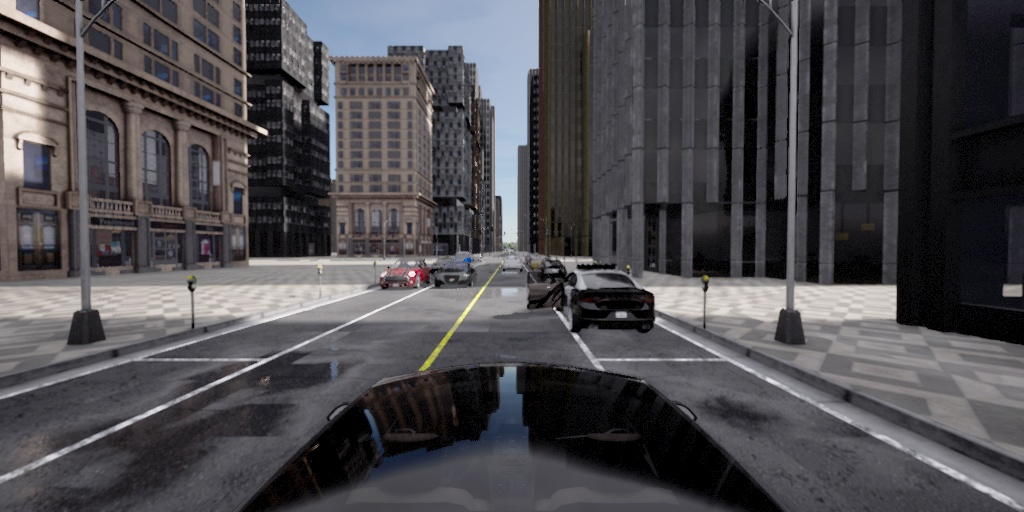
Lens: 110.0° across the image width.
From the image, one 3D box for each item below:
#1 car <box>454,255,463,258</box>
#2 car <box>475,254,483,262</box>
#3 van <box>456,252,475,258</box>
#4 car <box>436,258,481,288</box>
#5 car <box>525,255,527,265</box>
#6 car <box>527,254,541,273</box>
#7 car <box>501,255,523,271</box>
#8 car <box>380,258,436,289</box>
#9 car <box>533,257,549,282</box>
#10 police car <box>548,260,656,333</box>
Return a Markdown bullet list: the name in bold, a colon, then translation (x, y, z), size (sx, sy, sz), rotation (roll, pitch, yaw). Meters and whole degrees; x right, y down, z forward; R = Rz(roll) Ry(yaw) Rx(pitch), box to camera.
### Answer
- **car**: translation (-5.758, 0.819, 31.069), size (1.948, 1.339, 4.313), rotation (0, 0, 0)
- **car**: translation (-5.754, 0.309, 59.269), size (2.007, 1.370, 4.403), rotation (0, 0, 0)
- **van**: translation (-5.757, 0.398, 42.349), size (1.690, 1.789, 3.998), rotation (0, 0, 0)
- **car**: translation (-3.095, 1.000, 20.395), size (1.994, 1.385, 4.181), rotation (0, 1, 0)
- **car**: translation (2.769, 0.607, 42.348), size (2.007, 1.370, 4.403), rotation (0, 0, 0)
- **car**: translation (2.768, 0.681, 36.879), size (1.751, 1.417, 4.829), rotation (0, 0, 0)
- **car**: translation (0.052, 0.711, 34.978), size (1.812, 1.442, 4.674), rotation (0, 1, 0)
- **car**: translation (-5.760, 0.886, 19.787), size (1.967, 1.591, 4.097), rotation (0, 0, 0)
- **car**: translation (2.766, 0.916, 25.428), size (1.948, 1.339, 4.313), rotation (0, 0, 0)
- **police car**: translation (2.368, 1.030, 10.341), size (1.930, 1.638, 5.238), rotation (0, 1, 0)
